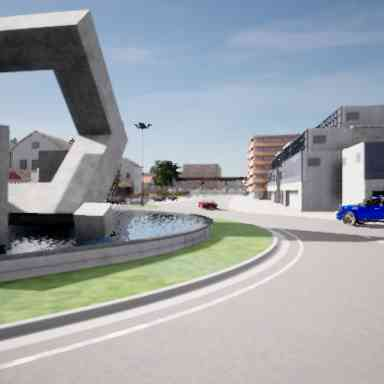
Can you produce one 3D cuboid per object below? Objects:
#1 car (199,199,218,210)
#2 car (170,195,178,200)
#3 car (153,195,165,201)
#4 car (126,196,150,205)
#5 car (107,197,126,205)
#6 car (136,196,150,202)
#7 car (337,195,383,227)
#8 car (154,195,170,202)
[{"bbox_3d":[2.022,1.570,42.822,1.895,1.301,4.718,0,0,-7],"label":"car"},{"bbox_3d":[-5.054,1.538,89.072,1.895,1.301,4.718,0,0,8],"label":"car"},{"bbox_3d":[-8.763,1.472,87.767,2.128,1.511,4.902,0,0,8],"label":"car"},{"bbox_3d":[-9.402,1.567,58.874,1.895,1.301,4.718,0,0,12],"label":"car"},{"bbox_3d":[-13.040,1.517,58.491,2.033,1.411,5.357,0,0,13],"label":"car"},{"bbox_3d":[-10.722,1.510,73.309,1.994,1.385,4.181,0,0,8],"label":"car"},{"bbox_3d":[12.043,1.199,20.692,2.150,2.045,5.566,-1,1,-42],"label":"car"},{"bbox_3d":[-7.080,1.495,74.120,2.033,1.411,5.357,0,0,8],"label":"car"}]
